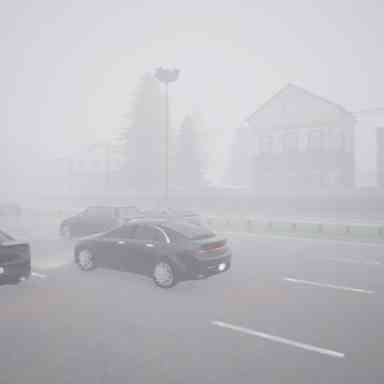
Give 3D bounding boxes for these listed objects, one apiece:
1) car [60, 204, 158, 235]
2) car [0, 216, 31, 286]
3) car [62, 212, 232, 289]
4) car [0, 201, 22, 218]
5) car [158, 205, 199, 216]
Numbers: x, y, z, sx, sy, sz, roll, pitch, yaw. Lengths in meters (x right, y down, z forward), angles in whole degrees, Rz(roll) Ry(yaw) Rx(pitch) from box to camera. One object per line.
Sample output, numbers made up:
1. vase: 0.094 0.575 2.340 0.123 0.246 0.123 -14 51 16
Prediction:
1. car: -4.127 1.352 15.540 4.553 1.767 2.097 0 0 36
2. car: -6.011 1.478 8.284 5.008 1.535 1.882 0 0 36
3. car: -1.270 1.505 9.200 4.892 1.490 1.837 0 0 36
4. car: -16.687 1.491 28.806 4.902 1.511 2.128 0 0 36
5. car: -1.795 1.492 18.175 4.902 1.511 2.128 0 0 36
